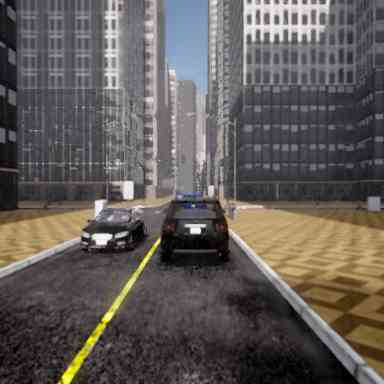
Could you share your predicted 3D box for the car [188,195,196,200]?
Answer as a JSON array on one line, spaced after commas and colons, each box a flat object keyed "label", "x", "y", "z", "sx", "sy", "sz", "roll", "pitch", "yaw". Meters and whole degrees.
[{"label": "car", "x": -0.007, "y": 1.390, "z": 84.964, "sx": 1.812, "sy": 1.442, "sz": 4.674, "roll": 0, "pitch": 0, "yaw": 0}]

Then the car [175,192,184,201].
[{"label": "car", "x": -3.007, "y": 1.092, "z": 82.857, "sx": 2.150, "sy": 2.045, "sz": 5.566, "roll": 0, "pitch": 0, "yaw": 0}]

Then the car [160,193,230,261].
[{"label": "car", "x": 0.098, "y": 1.192, "z": 12.200, "sx": 2.150, "sy": 2.045, "sz": 5.566, "roll": 0, "pitch": 0, "yaw": 0}]

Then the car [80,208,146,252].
[{"label": "car", "x": -3.098, "y": 1.458, "z": 13.830, "sx": 2.128, "sy": 1.511, "sz": 4.902, "roll": 0, "pitch": 0, "yaw": 0}]
